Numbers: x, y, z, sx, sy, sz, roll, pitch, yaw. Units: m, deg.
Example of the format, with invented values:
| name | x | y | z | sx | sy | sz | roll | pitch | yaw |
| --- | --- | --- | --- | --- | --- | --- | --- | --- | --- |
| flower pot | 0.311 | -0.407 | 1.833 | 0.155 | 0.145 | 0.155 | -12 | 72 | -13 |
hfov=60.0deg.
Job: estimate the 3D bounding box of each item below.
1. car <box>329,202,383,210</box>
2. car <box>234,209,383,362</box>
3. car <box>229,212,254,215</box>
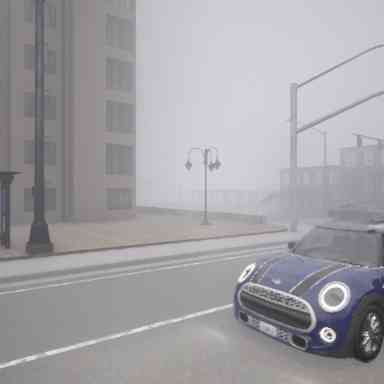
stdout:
| name | x | y | z | sx | sy | sz | roll | pitch | yaw |
| --- | --- | --- | --- | --- | --- | --- | --- | --- | --- |
| car | 12.476 | 1.513 | 24.514 | 2.128 | 1.511 | 4.902 | 0 | -2 | -36 |
| car | 2.917 | 1.352 | 6.027 | 4.553 | 1.767 | 2.097 | 0 | 0 | -35 |
| car | 4.625 | 2.806 | 35.275 | 1.882 | 1.535 | 5.008 | 0 | -10 | -36 |
